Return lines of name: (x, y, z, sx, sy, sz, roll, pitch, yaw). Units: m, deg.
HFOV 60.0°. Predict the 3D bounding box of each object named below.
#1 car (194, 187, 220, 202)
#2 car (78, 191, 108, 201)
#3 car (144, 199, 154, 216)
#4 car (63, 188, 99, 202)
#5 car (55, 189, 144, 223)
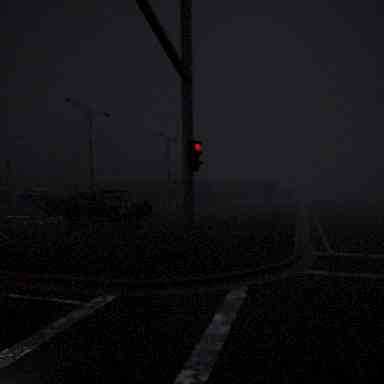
car: (1.057, 0.335, 41.836, 3.866, 1.878, 1.905, 0, 1, 17)
car: (-14.758, 0.613, 49.763, 3.905, 1.438, 1.784, 0, 1, 17)
car: (-4.723, 0.774, 23.088, 3.866, 1.878, 1.905, 0, 1, 17)
car: (-15.681, 0.468, 47.012, 4.605, 1.855, 1.932, 0, 1, 17)
car: (-5.633, 0.836, 20.340, 4.605, 1.855, 1.932, 0, 1, 17)
